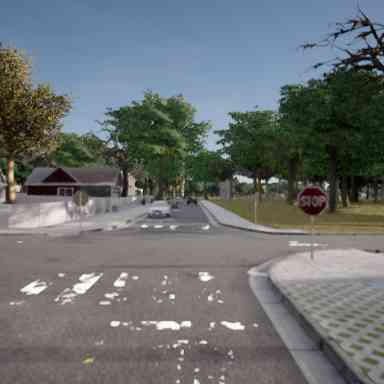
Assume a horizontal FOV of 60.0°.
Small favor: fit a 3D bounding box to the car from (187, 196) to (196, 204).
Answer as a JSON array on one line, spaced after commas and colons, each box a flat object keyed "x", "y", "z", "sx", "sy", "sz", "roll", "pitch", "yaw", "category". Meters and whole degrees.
[{"x": -0.019, "y": 1.628, "z": 69.229, "sx": 1.812, "sy": 1.442, "sz": 4.674, "roll": 0, "pitch": 0, "yaw": 0, "category": "car"}]

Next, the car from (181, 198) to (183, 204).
[{"x": -2.771, "y": 1.677, "z": 63.237, "sx": 1.895, "sy": 1.301, "sz": 4.718, "roll": 0, "pitch": 0, "yaw": 0, "category": "car"}]

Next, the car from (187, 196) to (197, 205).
[{"x": -0.019, "y": 1.567, "z": 58.807, "sx": 1.837, "sy": 1.490, "sz": 4.892, "roll": 0, "pitch": 0, "yaw": 0, "category": "car"}]

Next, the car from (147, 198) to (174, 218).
[{"x": -2.854, "y": 1.513, "z": 29.839, "sx": 1.812, "sy": 1.442, "sz": 4.674, "roll": 0, "pitch": 0, "yaw": 0, "category": "car"}]

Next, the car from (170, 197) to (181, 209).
[{"x": -2.850, "y": 1.524, "z": 45.179, "sx": 1.837, "sy": 1.490, "sz": 4.892, "roll": 0, "pitch": 0, "yaw": 0, "category": "car"}]
